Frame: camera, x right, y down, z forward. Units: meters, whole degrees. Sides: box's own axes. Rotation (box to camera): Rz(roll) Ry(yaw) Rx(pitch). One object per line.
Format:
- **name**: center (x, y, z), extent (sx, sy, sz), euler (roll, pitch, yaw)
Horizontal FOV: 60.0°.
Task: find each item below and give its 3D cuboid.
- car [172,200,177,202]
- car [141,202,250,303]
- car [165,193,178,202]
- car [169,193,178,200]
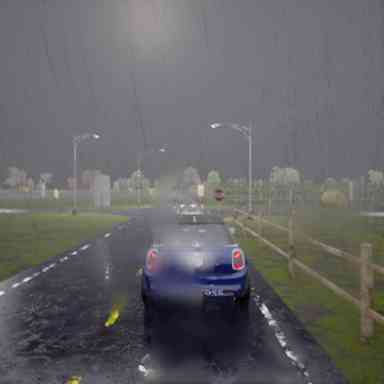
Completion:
- **car**: center (-0.010, 1.391, 17.401), extent (2.128, 1.511, 4.902), euler (0, 0, -1)
- **car**: center (0.061, 1.304, 8.237), extent (2.097, 1.767, 4.553), euler (0, 0, 0)
- **car**: center (-3.792, 1.128, 61.004), extent (1.837, 1.490, 4.892), euler (0, 0, -1)
- **car**: center (-4.273, 0.994, 76.518), extent (1.882, 1.535, 5.008), euler (0, 0, -2)
